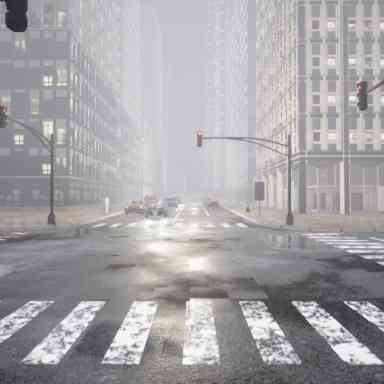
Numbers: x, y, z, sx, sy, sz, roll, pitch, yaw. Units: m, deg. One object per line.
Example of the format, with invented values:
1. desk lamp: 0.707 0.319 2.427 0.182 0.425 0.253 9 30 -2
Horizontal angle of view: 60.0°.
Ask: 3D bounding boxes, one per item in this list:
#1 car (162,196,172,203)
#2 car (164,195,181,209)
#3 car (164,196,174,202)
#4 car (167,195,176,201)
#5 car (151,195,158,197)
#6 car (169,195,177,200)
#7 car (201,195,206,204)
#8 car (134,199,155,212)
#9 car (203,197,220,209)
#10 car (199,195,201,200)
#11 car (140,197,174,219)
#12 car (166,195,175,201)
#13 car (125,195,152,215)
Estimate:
1. car: -5.485 1.573 72.866 1.887 1.381 4.507 1 0 0
2. car: -2.968 1.495 46.708 1.882 1.535 5.008 0 0 0
3. car: -5.471 1.582 78.441 2.008 1.369 4.403 1 0 0
4. car: -5.441 1.587 89.592 2.008 1.369 4.403 1 0 0
5. car: -5.554 1.332 44.991 2.192 1.841 5.009 1 0 0
6. car: -5.427 1.605 95.167 1.947 1.339 4.313 1 0 0
7. car: 2.853 1.547 56.356 1.752 1.417 4.829 1 0 0
8. car: -5.574 1.597 39.415 1.802 1.307 4.206 1 0 0
9. car: 2.821 1.599 45.030 1.802 1.307 4.206 1 0 0
10. car: 2.866 1.590 61.763 1.947 1.339 4.313 1 0 0
11. car: -3.021 1.502 29.792 2.128 1.511 4.902 0 0 0
12. car: -5.456 1.578 84.016 1.887 1.381 4.507 1 0 0
13. car: -5.585 1.453 33.840 1.967 1.590 4.097 1 0 0
